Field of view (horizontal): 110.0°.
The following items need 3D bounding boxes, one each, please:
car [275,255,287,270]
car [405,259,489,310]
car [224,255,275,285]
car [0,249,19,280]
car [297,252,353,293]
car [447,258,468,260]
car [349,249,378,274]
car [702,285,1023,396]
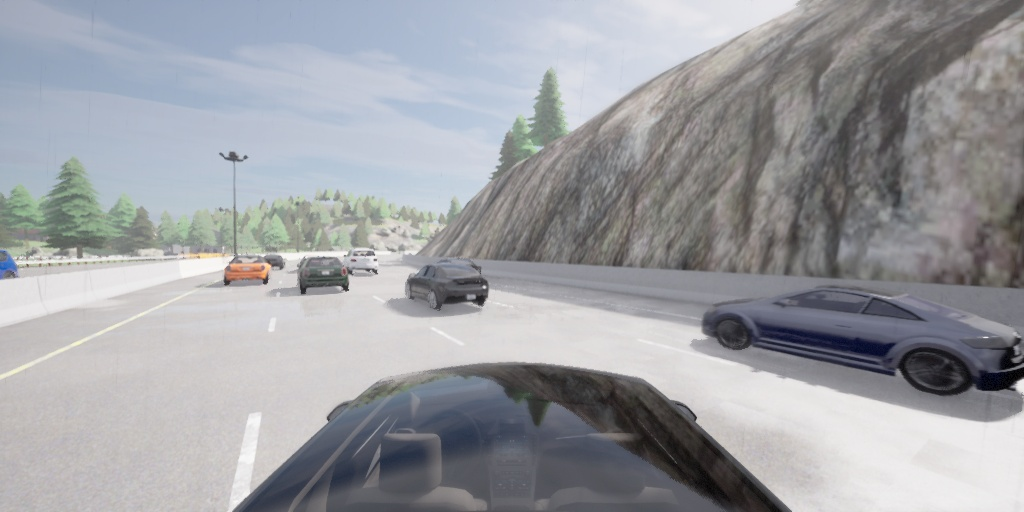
[{"bbox_3d":[-23.903,0.607,36.021,1.837,1.490,4.892,-1,1,-27],"label":"car"},{"bbox_3d":[-2.595,1.032,13.569,1.837,1.490,4.892,-1,1,-32],"label":"car"},{"bbox_3d":[-16.145,0.717,22.093,2.097,1.767,4.553,-1,1,-31],"label":"car"},{"bbox_3d":[-24.805,0.704,15.761,2.150,2.045,5.566,-1,1,-31],"label":"car"},{"bbox_3d":[-9.776,0.787,18.426,2.097,1.767,4.553,-1,1,-32],"label":"car"},{"bbox_3d":[-3.578,0.852,21.721,1.882,1.535,5.008,-1,1,-32],"label":"car"},{"bbox_3d":[-12.624,0.442,29.833,2.150,2.045,5.566,-1,1,-30],"label":"car"},{"bbox_3d":[5.888,1.222,6.636,1.994,1.385,4.181,-1,1,-32],"label":"car"}]
